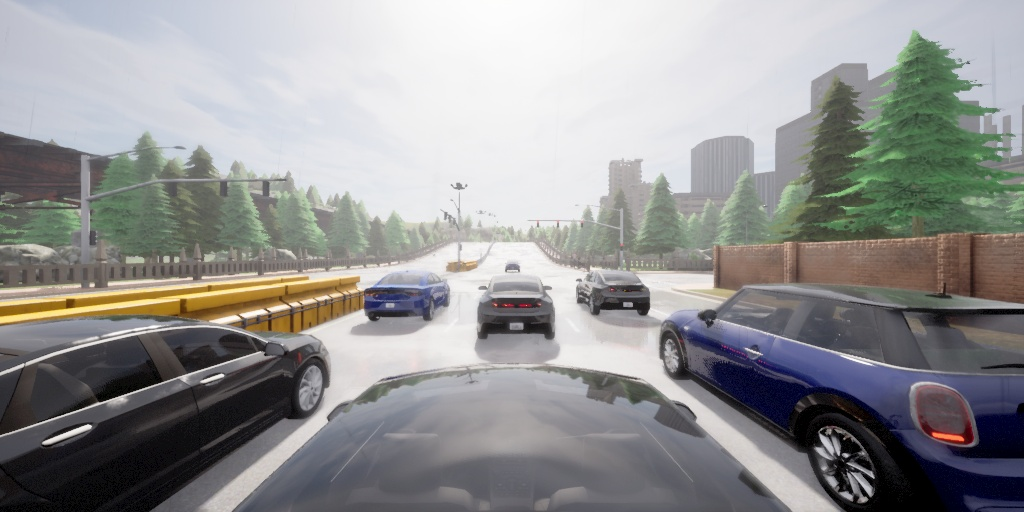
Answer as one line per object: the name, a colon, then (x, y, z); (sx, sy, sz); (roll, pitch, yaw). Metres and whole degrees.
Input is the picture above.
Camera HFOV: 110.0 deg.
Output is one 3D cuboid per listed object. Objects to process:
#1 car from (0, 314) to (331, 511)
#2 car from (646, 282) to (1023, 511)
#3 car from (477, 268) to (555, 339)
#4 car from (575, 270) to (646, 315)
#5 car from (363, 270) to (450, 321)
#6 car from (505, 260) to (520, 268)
car: (-3.400, 1.255, 2.987); (1.837, 1.490, 4.892); (0, 0, 0)
car: (3.601, 1.102, 4.406); (2.097, 1.767, 4.553); (0, 0, 0)
car: (0.097, 1.255, 10.057); (1.837, 1.490, 4.892); (0, 0, 0)
car: (3.616, 1.255, 13.491); (1.837, 1.490, 4.892); (0, 0, 1)
car: (-3.402, 1.228, 12.480); (1.882, 1.535, 5.008); (0, 0, 0)
car: (0.077, 1.276, 45.812); (1.812, 1.442, 4.674); (0, 0, 0)
